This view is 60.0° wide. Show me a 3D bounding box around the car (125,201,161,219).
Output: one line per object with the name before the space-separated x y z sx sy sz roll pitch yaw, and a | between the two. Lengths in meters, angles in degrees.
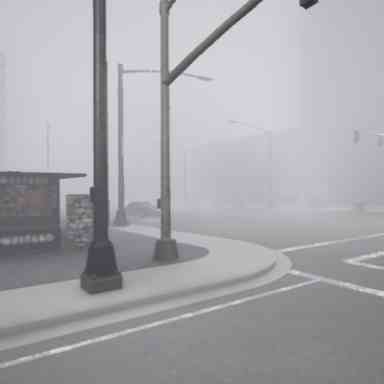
car | -4.647 1.650 31.407 1.837 1.490 4.892 0 0 -36
